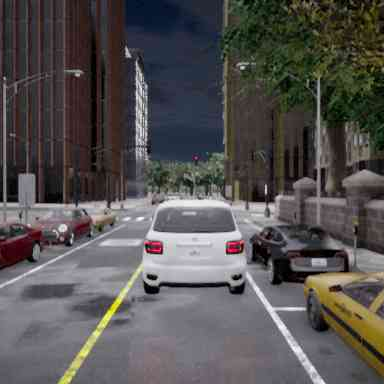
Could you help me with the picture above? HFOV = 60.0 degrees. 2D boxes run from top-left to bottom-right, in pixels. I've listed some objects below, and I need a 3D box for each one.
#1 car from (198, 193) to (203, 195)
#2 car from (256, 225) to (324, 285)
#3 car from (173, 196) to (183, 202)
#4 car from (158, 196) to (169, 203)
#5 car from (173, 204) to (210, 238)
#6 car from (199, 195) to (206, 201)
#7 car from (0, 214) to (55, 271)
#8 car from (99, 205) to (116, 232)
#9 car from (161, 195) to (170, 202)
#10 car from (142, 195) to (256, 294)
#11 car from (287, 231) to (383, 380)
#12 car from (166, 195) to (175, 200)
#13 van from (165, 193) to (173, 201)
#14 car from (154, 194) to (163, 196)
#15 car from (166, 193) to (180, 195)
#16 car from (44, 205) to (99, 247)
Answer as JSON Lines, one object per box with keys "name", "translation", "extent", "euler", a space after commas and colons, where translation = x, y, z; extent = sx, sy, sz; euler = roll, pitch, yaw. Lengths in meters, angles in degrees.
{"name": "car", "translation": [2.685, 1.486, 68.468], "extent": [2.008, 1.369, 4.403], "euler": [0, 0, 0]}
{"name": "car", "translation": [2.750, 1.554, 9.273], "extent": [1.947, 1.339, 4.313], "euler": [0, 0, 0]}
{"name": "car", "translation": [-3.081, 1.485, 71.992], "extent": [1.994, 1.385, 4.181], "euler": [0, 0, 0]}
{"name": "car", "translation": [-5.840, 1.517, 68.459], "extent": [1.802, 1.307, 4.206], "euler": [0, 0, 0]}
{"name": "car", "translation": [0.003, 1.504, 18.508], "extent": [1.812, 1.442, 4.674], "euler": [0, 0, 0]}
{"name": "car", "translation": [2.667, 1.450, 84.951], "extent": [1.752, 1.417, 4.829], "euler": [0, 0, 0]}
{"name": "car", "translation": [-5.775, 1.533, 9.262], "extent": [1.887, 1.381, 4.507], "euler": [0, 0, 0]}
{"name": "car", "translation": [-5.787, 1.502, 20.006], "extent": [1.752, 1.417, 4.829], "euler": [0, 0, 0]}
{"name": "car", "translation": [-5.846, 1.457, 73.727], "extent": [1.752, 1.417, 4.829], "euler": [0, 0, 0]}
{"name": "car", "translation": [0.056, 1.210, 8.863], "extent": [2.150, 2.045, 5.566], "euler": [0, 0, 0]}
{"name": "car", "translation": [2.756, 1.520, 3.987], "extent": [1.752, 1.417, 4.829], "euler": [0, 0, 0]}
{"name": "car", "translation": [-5.864, 1.473, 90.209], "extent": [2.008, 1.369, 4.403], "euler": [0, 0, 0]}
{"name": "van", "translation": [-5.858, 1.266, 84.772], "extent": [1.690, 1.788, 3.998], "euler": [0, 0, 0]}
{"name": "car", "translation": [-5.828, 1.257, 57.584], "extent": [2.192, 1.841, 5.009], "euler": [0, 0, 0]}
{"name": "car", "translation": [-3.142, 1.162, 56.334], "extent": [2.150, 2.045, 5.566], "euler": [0, 0, 0]}
{"name": "car", "translation": [-5.781, 1.422, 14.719], "extent": [1.967, 1.590, 4.097], "euler": [0, 0, 0]}
